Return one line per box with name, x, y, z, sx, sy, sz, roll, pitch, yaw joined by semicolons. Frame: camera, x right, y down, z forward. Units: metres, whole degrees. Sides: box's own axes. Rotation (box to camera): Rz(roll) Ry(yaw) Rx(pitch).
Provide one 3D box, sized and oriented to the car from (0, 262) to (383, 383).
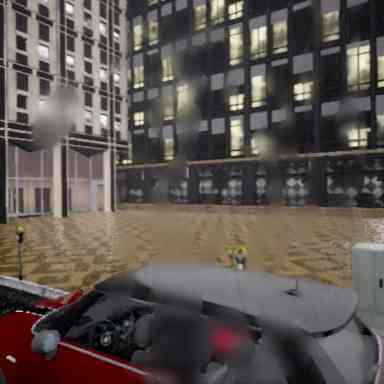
car;-0.335;1.420;3.096;4.097;1.590;1.967;0;0;33
